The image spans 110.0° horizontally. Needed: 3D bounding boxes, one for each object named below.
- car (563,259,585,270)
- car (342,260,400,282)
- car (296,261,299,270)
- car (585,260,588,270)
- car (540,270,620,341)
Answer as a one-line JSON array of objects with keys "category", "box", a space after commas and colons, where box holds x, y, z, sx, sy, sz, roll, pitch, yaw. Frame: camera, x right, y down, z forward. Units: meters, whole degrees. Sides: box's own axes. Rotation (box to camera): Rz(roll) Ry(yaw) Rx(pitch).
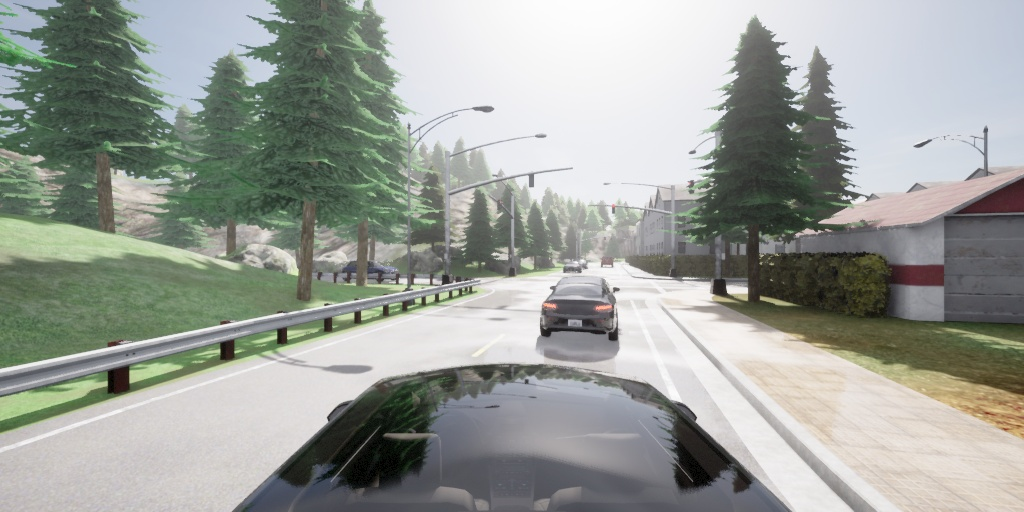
[{"category": "car", "box": [7.363, 1.314, 43.195, 1.994, 1.385, 4.181, 0, 0, 16]}, {"category": "car", "box": [-11.349, 1.117, 29.000, 4.553, 1.767, 2.097, 0, 0, 15]}, {"category": "car", "box": [-20.890, 1.366, 31.628, 4.718, 1.301, 1.895, 0, 0, 16]}, {"category": "car", "box": [10.364, 1.241, 53.924, 2.128, 1.511, 4.902, 0, 0, 16]}, {"category": "car", "box": [1.960, 1.276, 9.924, 1.812, 1.442, 4.674, 0, 0, 15]}]
